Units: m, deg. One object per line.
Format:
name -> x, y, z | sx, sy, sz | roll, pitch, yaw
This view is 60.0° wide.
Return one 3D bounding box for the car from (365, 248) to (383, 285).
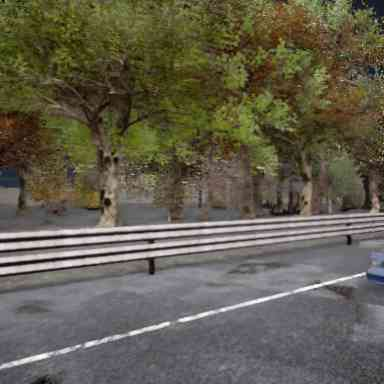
car -> 6.471, 1.643, 8.334 | 5.357, 1.411, 2.033 | 1, 0, -35
